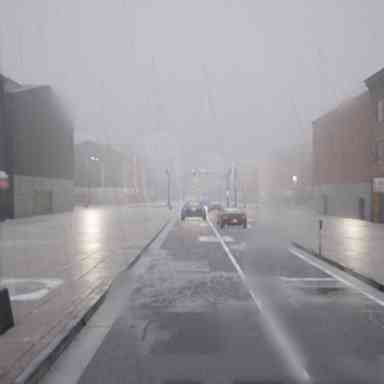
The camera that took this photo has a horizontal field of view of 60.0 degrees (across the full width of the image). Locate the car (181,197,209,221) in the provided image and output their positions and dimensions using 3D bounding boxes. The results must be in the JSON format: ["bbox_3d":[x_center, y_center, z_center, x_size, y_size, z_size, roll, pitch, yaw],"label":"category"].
[{"bbox_3d":[0.149,1.527,29.645,2.097,1.767,4.553,0,0,0],"label":"car"}]

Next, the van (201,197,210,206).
[{"bbox_3d":[2.734,1.897,66.672,1.690,1.788,3.998,-1,-1,0],"label":"van"}]

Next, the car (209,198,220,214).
[{"bbox_3d":[2.694,1.811,39.713,2.008,1.369,4.403,-1,-1,0],"label":"car"}]

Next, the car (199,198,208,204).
[{"bbox_3d":[2.764,2.323,82.539,2.008,1.369,4.403,-1,-1,0],"label":"car"}]

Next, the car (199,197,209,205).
[{"bbox_3d":[2.750,2.011,77.254,2.192,1.841,5.009,-1,-1,0],"label":"car"}]

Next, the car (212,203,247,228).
[{"bbox_3d":[2.667,1.669,22.837,1.887,1.381,4.507,-1,0,0],"label":"car"}]

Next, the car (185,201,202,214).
[{"bbox_3d":[0.197,1.784,39.463,1.812,1.442,4.674,0,-1,1],"label":"car"}]

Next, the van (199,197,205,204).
[{"bbox_3d":[2.777,2.276,93.122,1.690,1.788,3.998,-1,-1,0],"label":"van"}]
